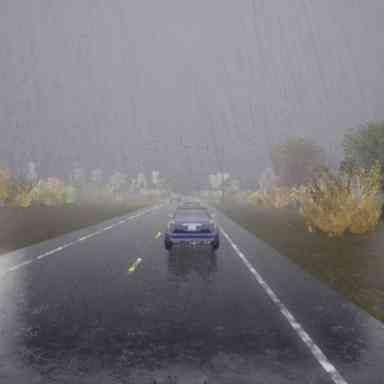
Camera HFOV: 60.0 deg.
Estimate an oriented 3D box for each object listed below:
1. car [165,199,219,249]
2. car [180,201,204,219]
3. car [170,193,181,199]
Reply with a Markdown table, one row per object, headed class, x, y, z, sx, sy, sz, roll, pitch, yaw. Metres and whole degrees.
| class | x | y | z | sx | sy | sz | roll | pitch | yaw |
| --- | --- | --- | --- | --- | --- | --- | --- | --- | --- |
| car | 0.000 | 1.368 | 14.621 | 2.097 | 1.767 | 4.553 | 0 | 0 | 0 |
| car | 0.000 | 1.582 | 29.651 | 1.994 | 1.385 | 4.181 | 0 | 0 | 0 |
| car | -3.758 | 1.233 | 75.916 | 2.150 | 2.045 | 5.566 | 0 | 0 | -3 |
